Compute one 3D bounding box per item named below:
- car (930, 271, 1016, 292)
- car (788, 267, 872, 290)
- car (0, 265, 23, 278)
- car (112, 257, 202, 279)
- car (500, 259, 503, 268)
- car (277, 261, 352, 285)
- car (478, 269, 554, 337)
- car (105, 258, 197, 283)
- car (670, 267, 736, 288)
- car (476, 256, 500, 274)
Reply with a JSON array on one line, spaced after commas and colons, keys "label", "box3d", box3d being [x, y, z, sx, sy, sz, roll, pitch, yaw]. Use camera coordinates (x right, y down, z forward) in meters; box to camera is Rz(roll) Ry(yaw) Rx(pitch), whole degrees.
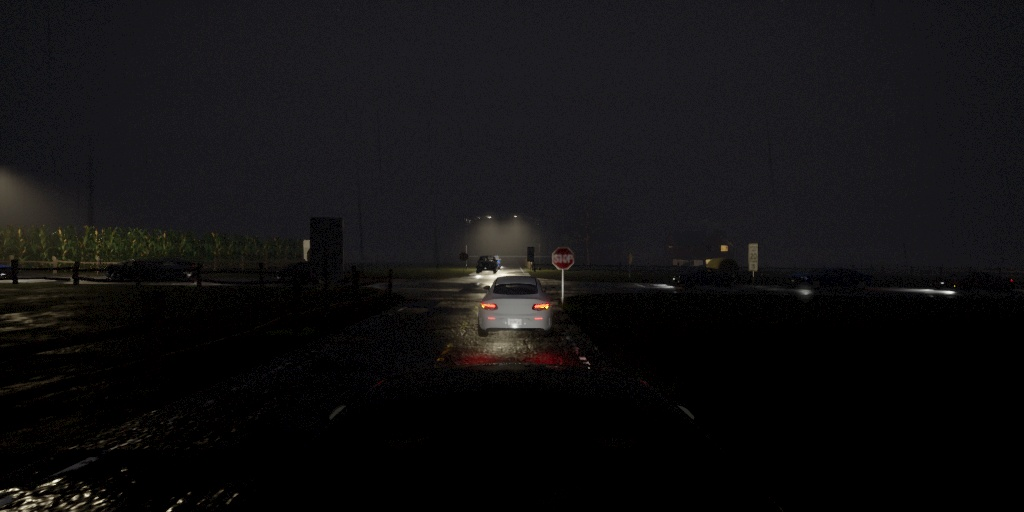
[{"label": "car", "box3d": [32.611, 1.777, 25.473, 4.181, 1.385, 1.994, 1, 1, 1]}, {"label": "car", "box3d": [22.650, 1.540, 25.653, 5.008, 1.535, 1.882, 1, 1, 1]}, {"label": "car", "box3d": [-35.792, 0.876, 23.745, 4.718, 1.301, 1.895, 1, 1, 1]}, {"label": "car", "box3d": [-26.160, 0.874, 26.510, 4.892, 1.490, 1.837, 1, 1, 1]}, {"label": "car", "box3d": [-2.831, 0.955, 53.629, 2.150, 2.045, 5.566, 0, 0, -1]}, {"label": "car", "box3d": [-12.623, 1.104, 23.495, 4.892, 1.490, 1.837, 1, 1, -1]}, {"label": "car", "box3d": [0.132, 1.273, 10.127, 1.812, 1.442, 4.674, 0, 0, 2]}, {"label": "car", "box3d": [-23.576, 0.939, 23.522, 4.902, 1.511, 2.128, 1, 1, 1]}, {"label": "car", "box3d": [13.660, 1.495, 25.807, 4.181, 1.385, 1.994, 1, 1, 1]}, {"label": "car", "box3d": [-2.832, 0.960, 41.180, 2.150, 2.045, 5.566, 0, 0, 0]}]
